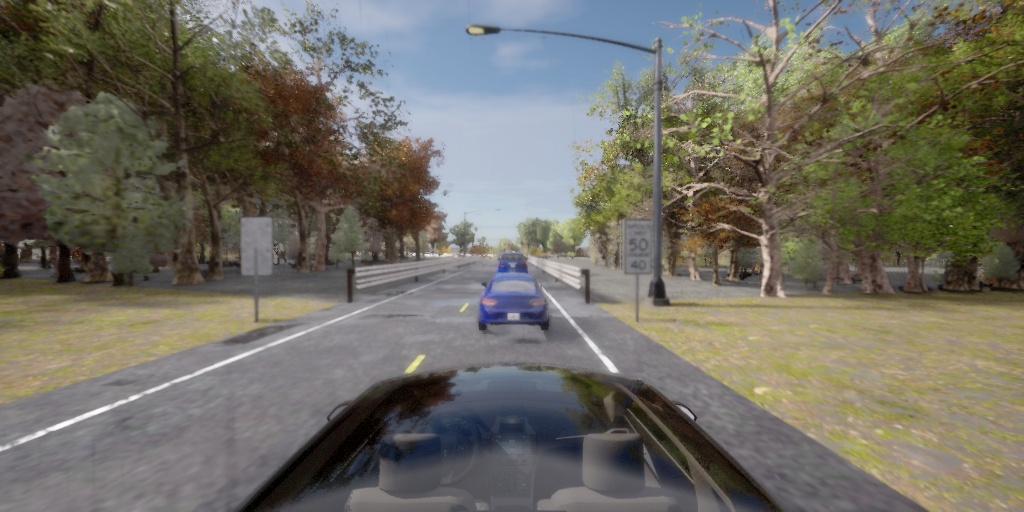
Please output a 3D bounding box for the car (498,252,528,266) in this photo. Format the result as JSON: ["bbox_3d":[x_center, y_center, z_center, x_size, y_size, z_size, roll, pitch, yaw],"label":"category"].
[{"bbox_3d":[0.072,0.730,27.651,2.150,2.045,5.566,0,1,0],"label":"car"}]

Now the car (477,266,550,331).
[{"bbox_3d":[0.052,1.193,10.505,1.812,1.442,4.674,0,1,0],"label":"car"}]
